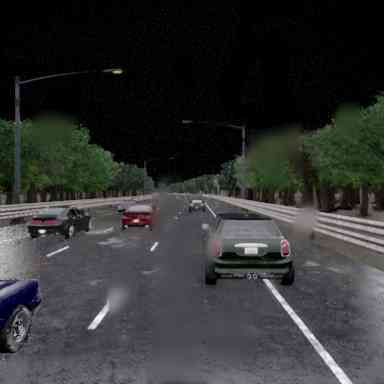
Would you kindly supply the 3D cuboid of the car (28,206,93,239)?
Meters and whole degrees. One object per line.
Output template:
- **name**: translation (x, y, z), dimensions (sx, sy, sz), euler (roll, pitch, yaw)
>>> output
- **car**: translation (-6.656, 1.506, 17.274), dimensions (1.837, 1.490, 4.892), euler (0, 0, 1)

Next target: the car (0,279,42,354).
- **car**: translation (-3.340, 1.601, 3.164), dimensions (1.895, 1.301, 4.718), euler (0, 0, 1)

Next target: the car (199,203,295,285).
- **car**: translation (1.369, 1.352, 9.654), dimensions (2.097, 1.767, 4.553), euler (0, 0, 1)

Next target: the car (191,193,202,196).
- **car**: translation (0.655, 1.227, 48.768), dimensions (2.150, 2.045, 5.566), euler (0, 0, 1)

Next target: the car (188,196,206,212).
- **car**: translation (0.601, 1.528, 38.634), dimensions (1.812, 1.442, 4.674), euler (0, 0, 2)

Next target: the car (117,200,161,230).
- **car**: translation (-3.107, 1.479, 21.131), dimensions (1.882, 1.535, 5.008), euler (0, 0, 1)
